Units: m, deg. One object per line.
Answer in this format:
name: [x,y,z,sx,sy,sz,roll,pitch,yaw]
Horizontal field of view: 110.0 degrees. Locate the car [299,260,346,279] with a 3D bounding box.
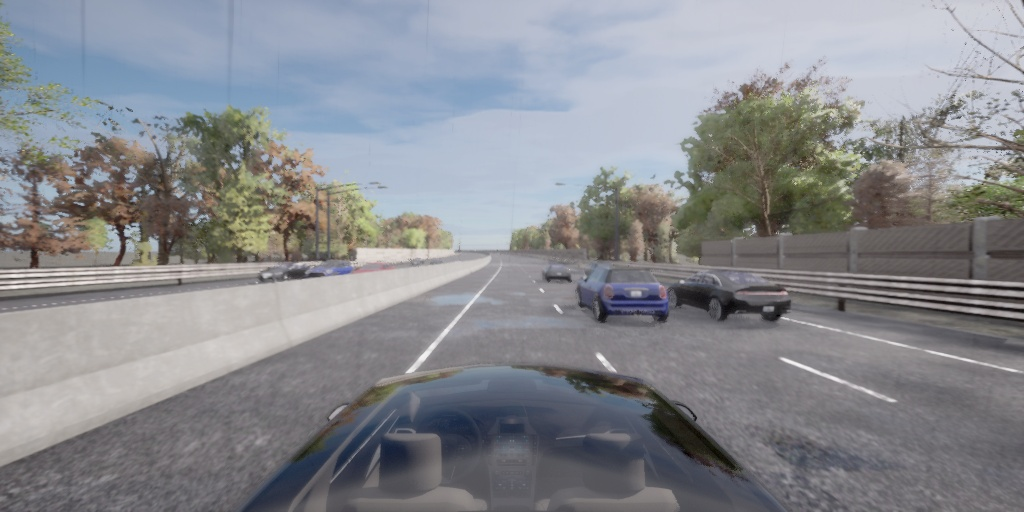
car: [-14.090,1.126,28.060,2.097,1.767,4.553,0,0,0]

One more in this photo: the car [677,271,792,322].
car: [7.100,1.253,12.338,2.128,1.511,4.902,0,0,0]

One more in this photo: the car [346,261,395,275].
car: [-10.591,1.252,27.757,1.882,1.535,5.008,0,0,0]

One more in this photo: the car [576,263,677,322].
car: [3.599,1.113,12.494,2.097,1.767,4.553,0,0,0]

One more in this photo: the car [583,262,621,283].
car: [7.107,1.280,28.870,1.837,1.490,4.892,0,0,0]

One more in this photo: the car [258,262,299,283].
car: [-17.590,1.266,28.135,2.128,1.511,4.902,0,0,0]

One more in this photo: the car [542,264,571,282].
car: [3.607,1.340,29.335,1.994,1.385,4.181,0,0,0]
